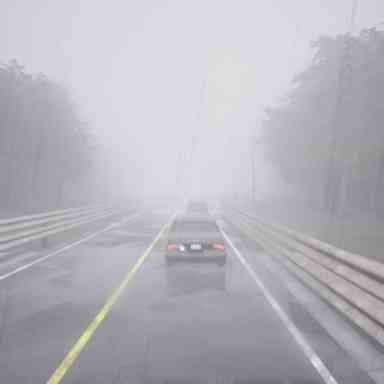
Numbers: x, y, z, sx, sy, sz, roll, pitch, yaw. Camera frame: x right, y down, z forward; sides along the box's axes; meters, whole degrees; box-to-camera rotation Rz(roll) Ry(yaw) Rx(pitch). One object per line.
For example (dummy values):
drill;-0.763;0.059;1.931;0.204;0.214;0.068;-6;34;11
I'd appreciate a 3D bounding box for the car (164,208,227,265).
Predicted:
car;0.101;1.481;11.293;2.033;1.411;5.357;0;0;0

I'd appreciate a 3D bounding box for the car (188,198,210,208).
car;0.665;1.285;32.859;1.882;1.535;5.008;0;0;5
